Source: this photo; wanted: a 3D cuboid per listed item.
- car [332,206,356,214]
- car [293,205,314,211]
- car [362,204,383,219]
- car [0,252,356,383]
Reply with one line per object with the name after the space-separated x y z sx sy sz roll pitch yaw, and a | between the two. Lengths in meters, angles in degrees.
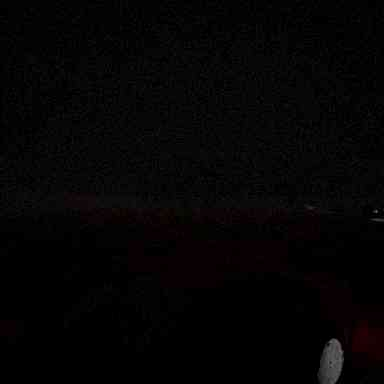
26.226 3.035 57.771 1.895 1.301 4.718 2 -2 -5 | car
23.708 3.326 71.006 1.895 1.301 4.718 2 -2 -20 | car
22.027 2.235 39.655 2.097 1.767 4.553 2 -1 10 | car
-0.121 1.510 3.599 5.008 1.535 1.882 1 0 -39 | car
